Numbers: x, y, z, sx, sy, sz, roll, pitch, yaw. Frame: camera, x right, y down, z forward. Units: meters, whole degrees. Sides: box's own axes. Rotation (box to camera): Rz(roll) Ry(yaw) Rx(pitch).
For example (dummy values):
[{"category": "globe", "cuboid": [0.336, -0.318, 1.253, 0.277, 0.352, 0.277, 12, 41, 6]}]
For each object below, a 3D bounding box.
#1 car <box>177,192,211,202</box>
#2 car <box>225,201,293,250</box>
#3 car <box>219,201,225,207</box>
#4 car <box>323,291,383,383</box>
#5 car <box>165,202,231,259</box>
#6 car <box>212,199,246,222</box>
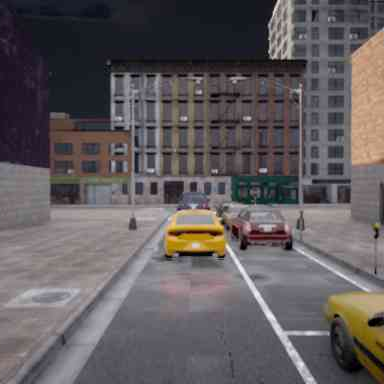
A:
[{"category": "car", "cuboid": [0.122, 0.991, 22.662, 2.150, 2.045, 5.566, 0, 1, 1]}, {"category": "car", "cuboid": [2.638, 1.302, 13.523, 1.967, 1.590, 4.097, 0, 1, 0]}, {"category": "car", "cuboid": [2.640, 1.330, 19.169, 1.752, 1.417, 4.829, 0, 1, 0]}, {"category": "car", "cuboid": [2.636, 1.496, 2.743, 1.752, 1.417, 4.829, 0, 1, 0]}, {"category": "car", "cuboid": [0.103, 1.355, 12.022, 1.882, 1.535, 5.008, 0, 1, 0]}, {"category": "car", "cuboid": [2.641, 1.302, 24.475, 2.008, 1.369, 4.403, 0, 1, 0]}]
